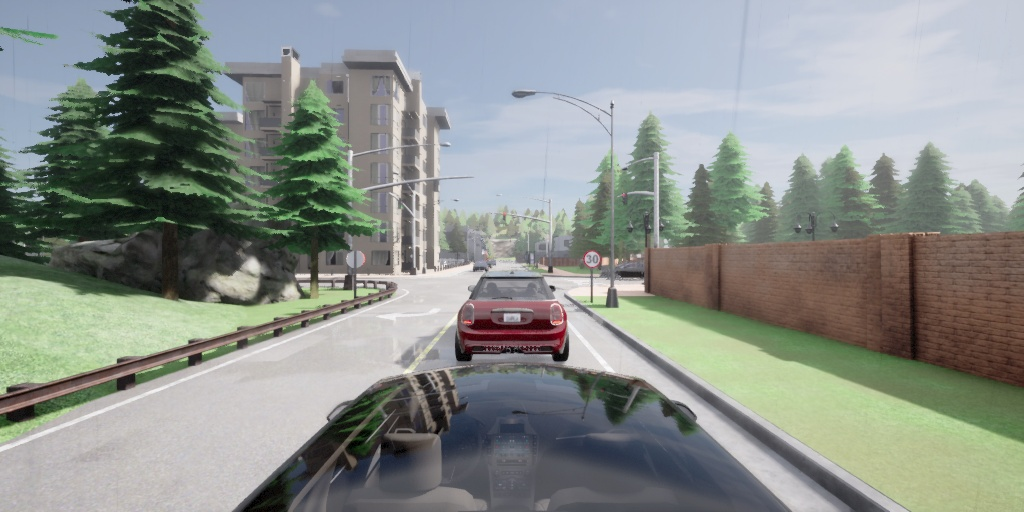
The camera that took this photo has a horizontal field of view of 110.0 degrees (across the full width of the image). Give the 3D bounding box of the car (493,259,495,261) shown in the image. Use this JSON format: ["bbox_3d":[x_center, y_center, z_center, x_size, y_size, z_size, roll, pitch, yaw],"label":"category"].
[{"bbox_3d":[-4.085,1.351,56.633,1.895,1.301,4.718,0,0,0],"label":"car"}]

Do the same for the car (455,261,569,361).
[{"bbox_3d":[0.001,1.102,8.417,2.097,1.767,4.553,0,0,0],"label":"car"}]

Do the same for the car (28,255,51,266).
[{"bbox_3d":[-32.487,0.984,24.692,5.566,2.045,2.150,0,0,0],"label":"car"}]

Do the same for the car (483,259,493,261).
[{"bbox_3d":[-4.000,1.297,46.712,2.033,1.411,5.357,0,0,0],"label":"car"}]

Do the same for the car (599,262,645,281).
[{"bbox_3d":[9.728,1.227,29.618,4.902,1.511,2.128,0,0,-3],"label":"car"}]
